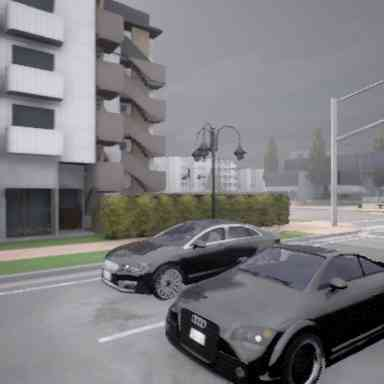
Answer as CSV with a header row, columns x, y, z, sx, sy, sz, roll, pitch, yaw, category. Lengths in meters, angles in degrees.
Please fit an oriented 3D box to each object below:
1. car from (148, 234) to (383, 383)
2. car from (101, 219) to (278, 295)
x,y,z,sx,sy,sz,roll,pitch,yaw,category
1.691,1.558,5.182,4.181,1.385,1.994,0,0,-35,car
0.214,1.484,8.426,4.902,1.511,2.128,0,0,-35,car
